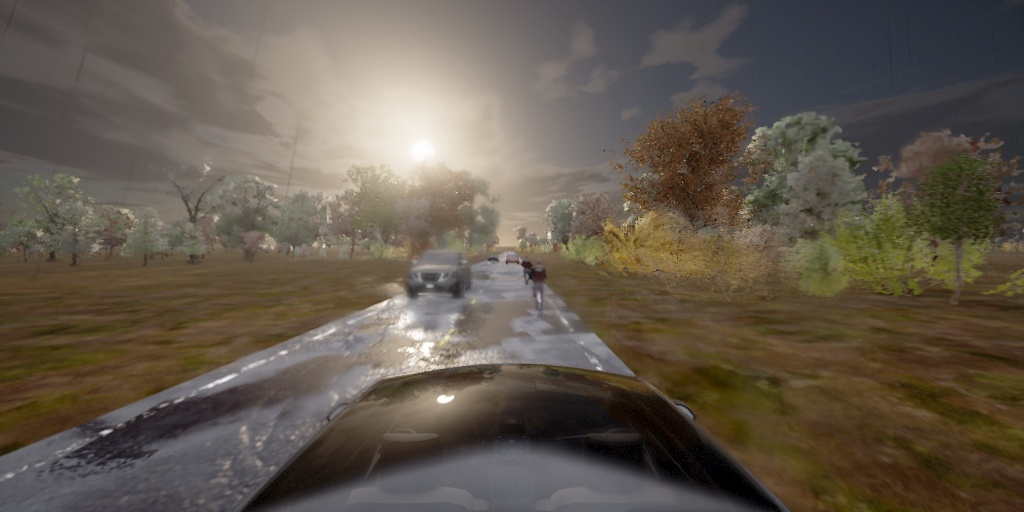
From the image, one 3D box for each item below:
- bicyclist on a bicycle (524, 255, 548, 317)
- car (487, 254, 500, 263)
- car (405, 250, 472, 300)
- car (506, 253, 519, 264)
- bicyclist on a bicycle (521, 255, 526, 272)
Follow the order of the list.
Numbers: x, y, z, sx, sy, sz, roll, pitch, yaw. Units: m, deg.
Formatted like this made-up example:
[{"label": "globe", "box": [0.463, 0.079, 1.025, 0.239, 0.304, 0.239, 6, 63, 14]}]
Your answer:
[{"label": "bicyclist on a bicycle", "box": [0.824, 0.963, 11.330, 0.659, 1.776, 1.843, 0, 1, 0]}, {"label": "car", "box": [-3.051, 0.395, 58.421, 1.895, 1.301, 4.718, 0, 1, 1]}, {"label": "car", "box": [-3.100, 0.731, 16.305, 2.150, 2.045, 5.566, 0, 1, 0]}, {"label": "car", "box": [0.076, 0.437, 53.896, 1.994, 1.385, 4.181, 0, 1, 0]}, {"label": "bicyclist on a bicycle", "box": [0.822, 0.814, 20.328, 0.659, 1.776, 1.843, 0, 1, 0]}]
